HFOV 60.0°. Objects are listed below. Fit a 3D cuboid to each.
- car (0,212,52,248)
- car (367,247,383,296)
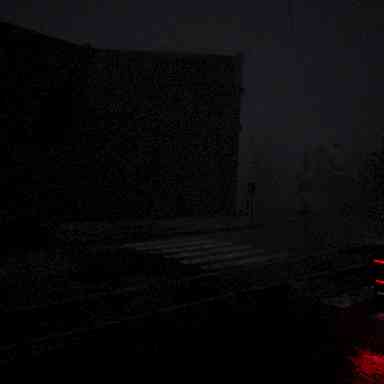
[{"bbox_3d":[-8.025,1.504,13.005,4.674,1.452,2.002,0,-2,-36],"label":"car"},{"bbox_3d":[5.825,1.513,7.232,4.892,1.490,1.837,0,0,-31],"label":"car"}]
